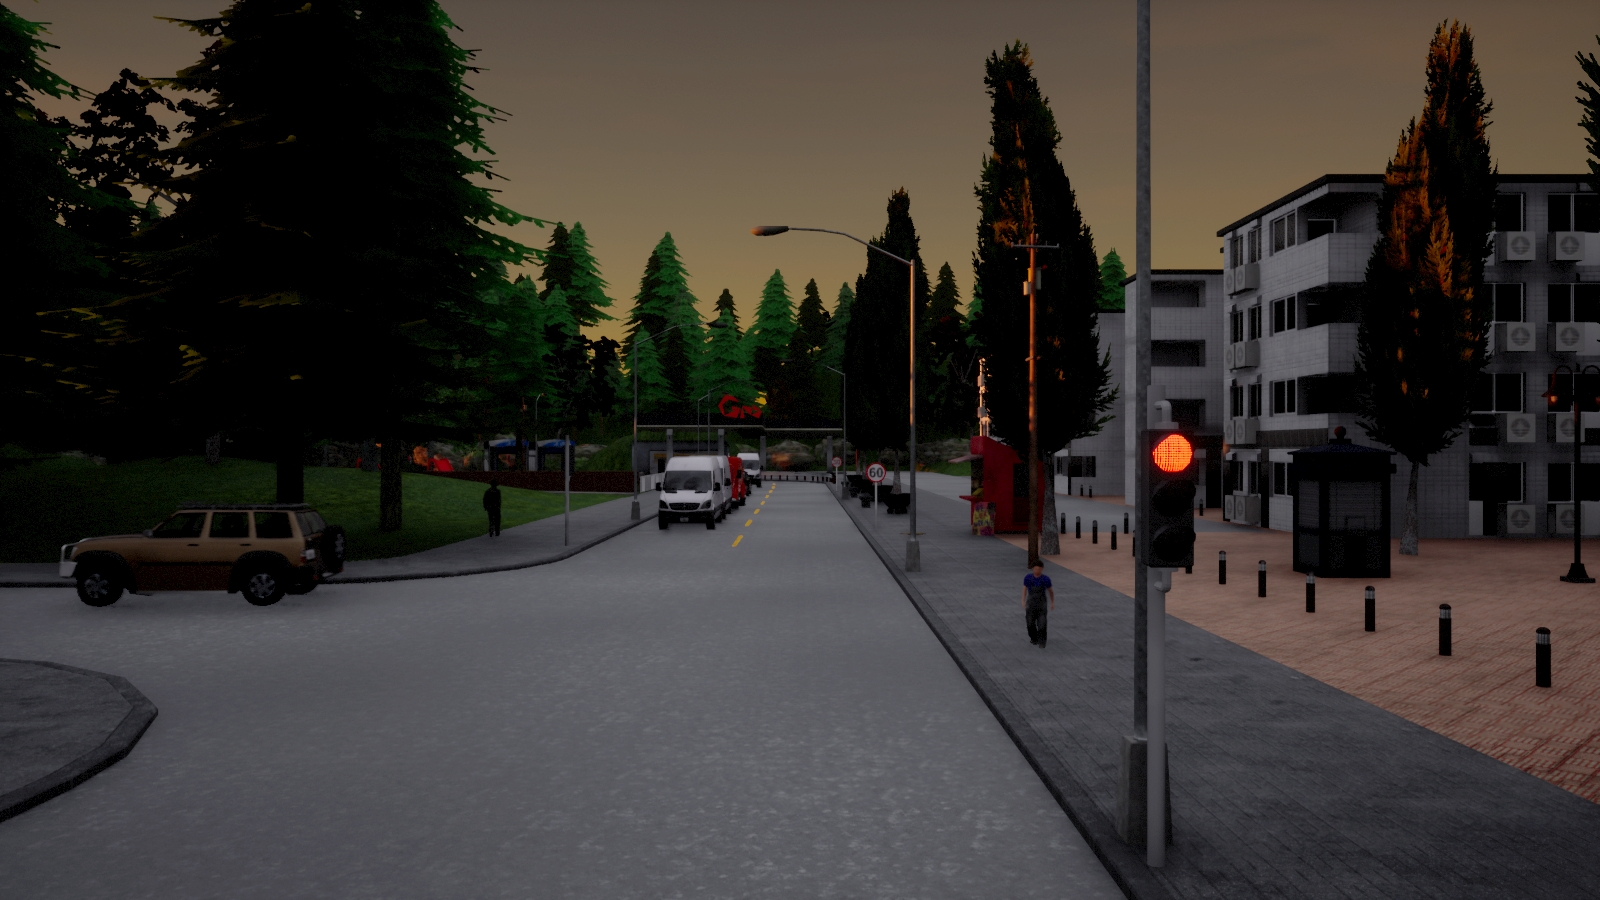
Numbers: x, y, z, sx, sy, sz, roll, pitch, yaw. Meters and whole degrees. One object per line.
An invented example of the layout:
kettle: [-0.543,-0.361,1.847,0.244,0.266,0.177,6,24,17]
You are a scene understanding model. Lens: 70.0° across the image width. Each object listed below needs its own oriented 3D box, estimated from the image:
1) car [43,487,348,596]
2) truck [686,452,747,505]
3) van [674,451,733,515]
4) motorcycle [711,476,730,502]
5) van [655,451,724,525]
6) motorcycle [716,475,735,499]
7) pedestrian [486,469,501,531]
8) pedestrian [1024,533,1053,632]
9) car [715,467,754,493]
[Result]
car: [-11.033,1.640,21.139,4.605,1.855,1.932,0,0,-3]
truck: [-3.995,1.339,55.631,2.627,2.467,5.204,0,0,0]
van: [-4.007,1.306,48.327,1.988,2.561,5.915,0,0,0]
motorcycle: [-3.975,1.953,57.177,0.856,1.236,1.805,0,0,0]
van: [-4.013,1.307,42.390,1.988,2.561,5.915,0,0,0]
motorcycle: [-3.988,1.975,61.268,0.867,1.251,2.209,0,0,0]
pedestrian: [-9.295,1.520,34.667,0.375,1.860,0.375,0,0,0]
pedestrian: [3.267,1.802,15.650,0.375,1.300,0.375,0,0,14]
car: [-3.975,1.816,70.543,2.128,1.511,4.902,0,0,0]
